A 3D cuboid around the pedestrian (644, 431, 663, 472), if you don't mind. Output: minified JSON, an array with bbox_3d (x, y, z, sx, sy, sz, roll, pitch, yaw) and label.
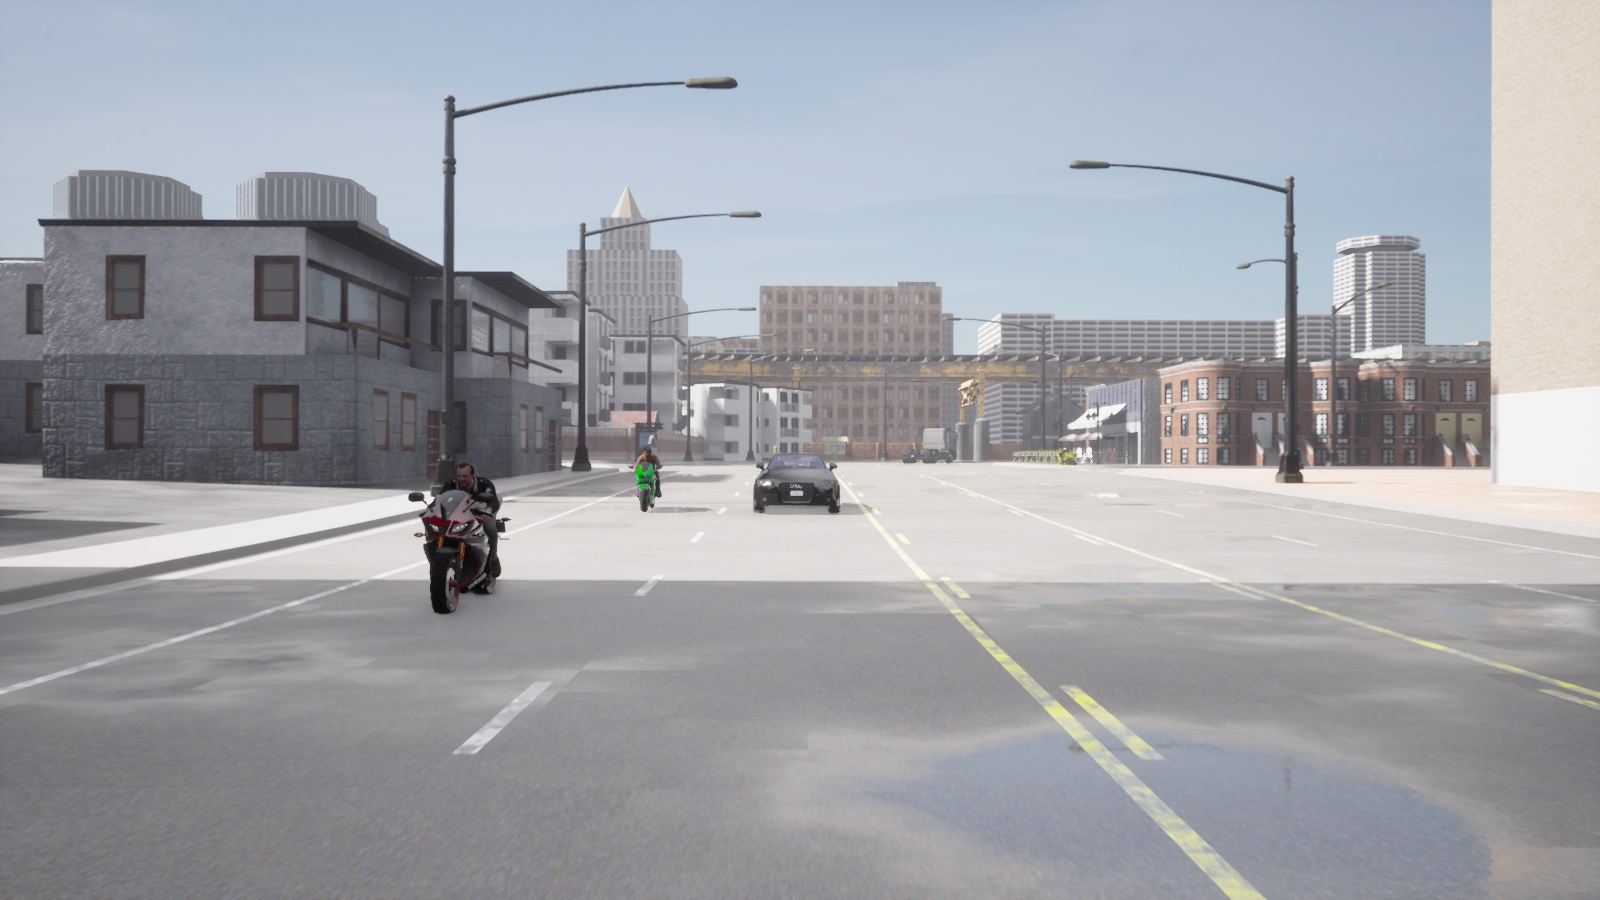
[{"bbox_3d":[-7.024,0.067,60.107,0.873,1.952,0.659,0,0,-4],"label":"pedestrian"}]

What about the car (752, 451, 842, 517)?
[{"bbox_3d":[-0.072,0.756,30.173,1.994,1.385,4.181,0,1,0],"label":"car"}]

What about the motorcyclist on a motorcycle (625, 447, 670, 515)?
[{"bbox_3d":[-3.571,0.699,29.571,0.797,1.523,2.044,0,1,0],"label":"motorcyclist on a motorcycle"}]

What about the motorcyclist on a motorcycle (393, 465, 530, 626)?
[{"bbox_3d":[-3.531,0.944,13.318,0.866,1.530,2.191,0,0,0],"label":"motorcyclist on a motorcycle"}]
